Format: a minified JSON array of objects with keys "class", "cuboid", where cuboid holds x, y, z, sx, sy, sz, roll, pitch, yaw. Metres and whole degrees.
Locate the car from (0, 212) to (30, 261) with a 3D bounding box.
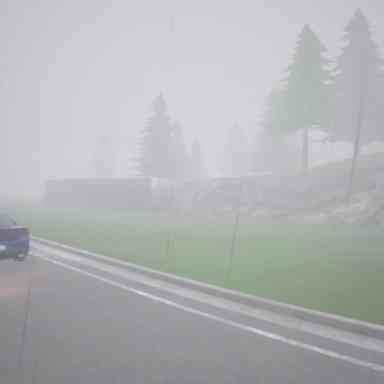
[{"class":"car","cuboid":[-6.952,1.319,10.661,5.008,1.535,1.882,1,1,43]}]
